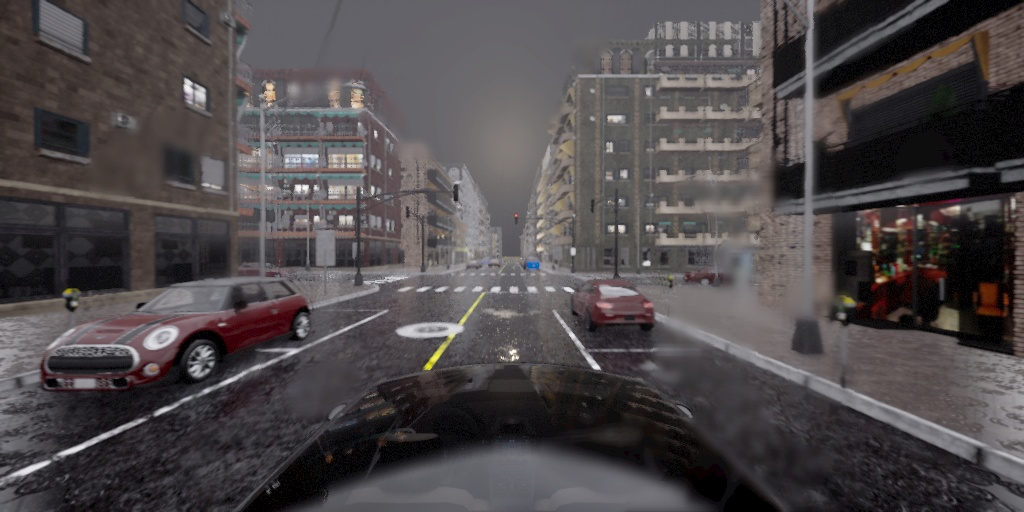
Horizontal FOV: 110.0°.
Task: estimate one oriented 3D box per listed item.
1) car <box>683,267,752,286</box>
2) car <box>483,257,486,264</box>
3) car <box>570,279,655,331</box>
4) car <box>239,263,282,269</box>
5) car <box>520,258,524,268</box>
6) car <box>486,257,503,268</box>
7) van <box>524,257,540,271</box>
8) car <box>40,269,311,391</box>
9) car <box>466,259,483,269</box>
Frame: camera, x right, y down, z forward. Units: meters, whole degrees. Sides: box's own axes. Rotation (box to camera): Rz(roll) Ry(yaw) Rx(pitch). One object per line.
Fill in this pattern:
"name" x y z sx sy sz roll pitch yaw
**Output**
"car" 14.712 1.462 25.713 4.507 1.381 1.888 0 0 0
"car" -5.835 1.279 59.558 1.948 1.339 4.313 0 0 0
"car" 2.798 1.315 10.589 1.802 1.307 4.207 0 0 0
"car" -17.740 1.180 25.774 4.207 1.307 1.802 0 0 0
"car" 2.732 1.023 53.986 2.192 1.841 5.009 0 0 0
"car" -3.032 1.192 61.205 1.882 1.535 5.008 0 0 1
"van" 2.820 1.047 48.489 1.690 1.789 3.998 0 0 0
"car" -5.733 1.180 6.808 1.967 1.591 4.097 0 0 0
"car" -5.835 1.291 54.037 1.802 1.307 4.207 0 0 0
